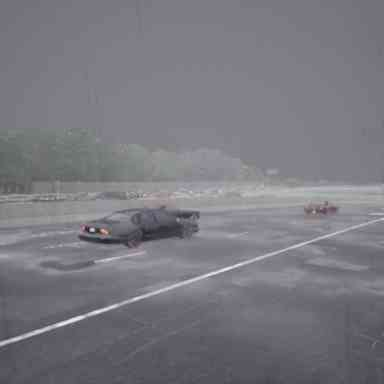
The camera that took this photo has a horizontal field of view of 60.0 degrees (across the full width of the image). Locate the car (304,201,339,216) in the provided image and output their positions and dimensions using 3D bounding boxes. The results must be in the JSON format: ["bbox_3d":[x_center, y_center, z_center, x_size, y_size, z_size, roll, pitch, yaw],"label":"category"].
[{"bbox_3d":[12.145,1.451,30.914,1.895,1.301,4.718,1,0,39],"label":"car"}]

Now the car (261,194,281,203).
[{"bbox_3d":[16.545,1.345,69.473,2.097,1.767,4.553,1,-1,39],"label":"car"}]

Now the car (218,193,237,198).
[{"bbox_3d":[6.583,1.285,51.922,1.837,1.490,4.892,1,0,40],"label":"car"}]

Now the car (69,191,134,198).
[{"bbox_3d":[-8.875,0.888,33.204,2.150,2.045,5.566,1,1,40],"label":"car"}]

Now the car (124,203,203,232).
[{"bbox_3d":[-1.544,1.399,19.783,1.895,1.301,4.718,1,1,39],"label":"car"}]

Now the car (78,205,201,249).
[{"bbox_3d":[-1.948,1.390,13.783,2.033,1.411,5.357,1,1,39],"label":"car"}]

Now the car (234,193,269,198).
[{"bbox_3d":[8.801,1.296,49.120,2.128,1.511,4.902,1,0,40],"label":"car"}]

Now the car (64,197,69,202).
[{"bbox_3d":[-15.752,0.933,46.693,1.837,1.490,4.892,1,1,23],"label":"car"}]

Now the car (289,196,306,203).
[{"bbox_3d":[22.757,1.618,71.518,1.837,1.490,4.892,1,-1,39],"label":"car"}]

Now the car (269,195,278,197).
[{"bbox_3d":[13.165,1.372,59.901,2.128,1.511,4.902,1,0,41],"label":"car"}]

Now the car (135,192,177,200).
[{"bbox_3d":[-4.679,1.014,43.812,2.097,1.767,4.553,1,0,40],"label":"car"}]

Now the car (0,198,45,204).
[{"bbox_3d":[-15.329,1.244,30.884,1.895,1.301,4.718,1,1,39],"label":"car"}]

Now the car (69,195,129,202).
[{"bbox_3d":[-7.842,1.225,28.943,1.812,1.442,4.674,1,0,39],"label":"car"}]

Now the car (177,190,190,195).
[{"bbox_3d":[-2.373,0.294,76.353,1.895,1.301,4.718,1,2,26],"label":"car"}]
